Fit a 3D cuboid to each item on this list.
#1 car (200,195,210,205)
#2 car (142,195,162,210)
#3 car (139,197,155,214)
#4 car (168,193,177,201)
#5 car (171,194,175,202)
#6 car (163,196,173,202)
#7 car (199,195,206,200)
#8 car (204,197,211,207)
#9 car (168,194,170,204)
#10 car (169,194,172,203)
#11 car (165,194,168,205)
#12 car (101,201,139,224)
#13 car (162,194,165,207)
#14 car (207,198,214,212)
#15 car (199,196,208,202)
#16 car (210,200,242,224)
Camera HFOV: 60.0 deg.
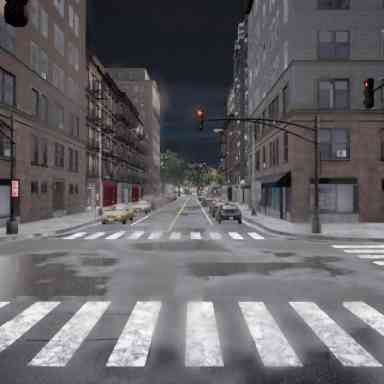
[{"bbox_3d":[2.681,1.556,52.109,2.008,1.369,4.403,0,0,0],"label":"car"},{"bbox_3d":[-5.375,1.319,41.153,2.192,1.841,5.009,0,0,0],"label":"car"},{"bbox_3d":[-5.382,1.528,35.500,1.752,1.417,4.829,0,0,0],"label":"car"},{"bbox_3d":[-5.315,1.329,90.491,2.192,1.841,5.009,0,0,0],"label":"car"},{"bbox_3d":[-5.342,1.324,68.563,2.192,1.841,5.009,0,0,0],"label":"car"},{"bbox_3d":[-5.336,1.535,73.875,1.752,1.417,4.829,0,0,0],"label":"car"},{"bbox_3d":[2.714,1.596,90.484,1.802,1.307,4.206,0,0,0],"label":"car"},{"bbox_3d":[2.667,1.553,35.664,2.008,1.369,4.403,0,0,0],"label":"car"},{"bbox_3d":[-5.356,1.557,57.599,2.008,1.369,4.403,0,0,0],"label":"car"},{"bbox_3d":[-5.349,1.573,63.081,1.947,1.339,4.313,0,0,0],"label":"car"},{"bbox_3d":[-5.362,1.446,52.117,1.967,1.590,4.097,0,0,0],"label":"car"},{"bbox_3d":[-5.396,1.526,24.537,1.752,1.417,4.829,0,0,0],"label":"car"},{"bbox_3d":[-5.369,1.445,46.635,1.967,1.590,4.097,0,0,0],"label":"car"},{"bbox_3d":[2.662,1.547,30.182,1.887,1.381,4.507,0,0,0],"label":"car"},{"bbox_3d":[2.705,1.556,79.520,1.887,1.381,4.507,0,0,0],"label":"car"},{"bbox_3d":[2.658,1.552,24.700,2.008,1.369,4.403,0,0,0],"label":"car"}]
